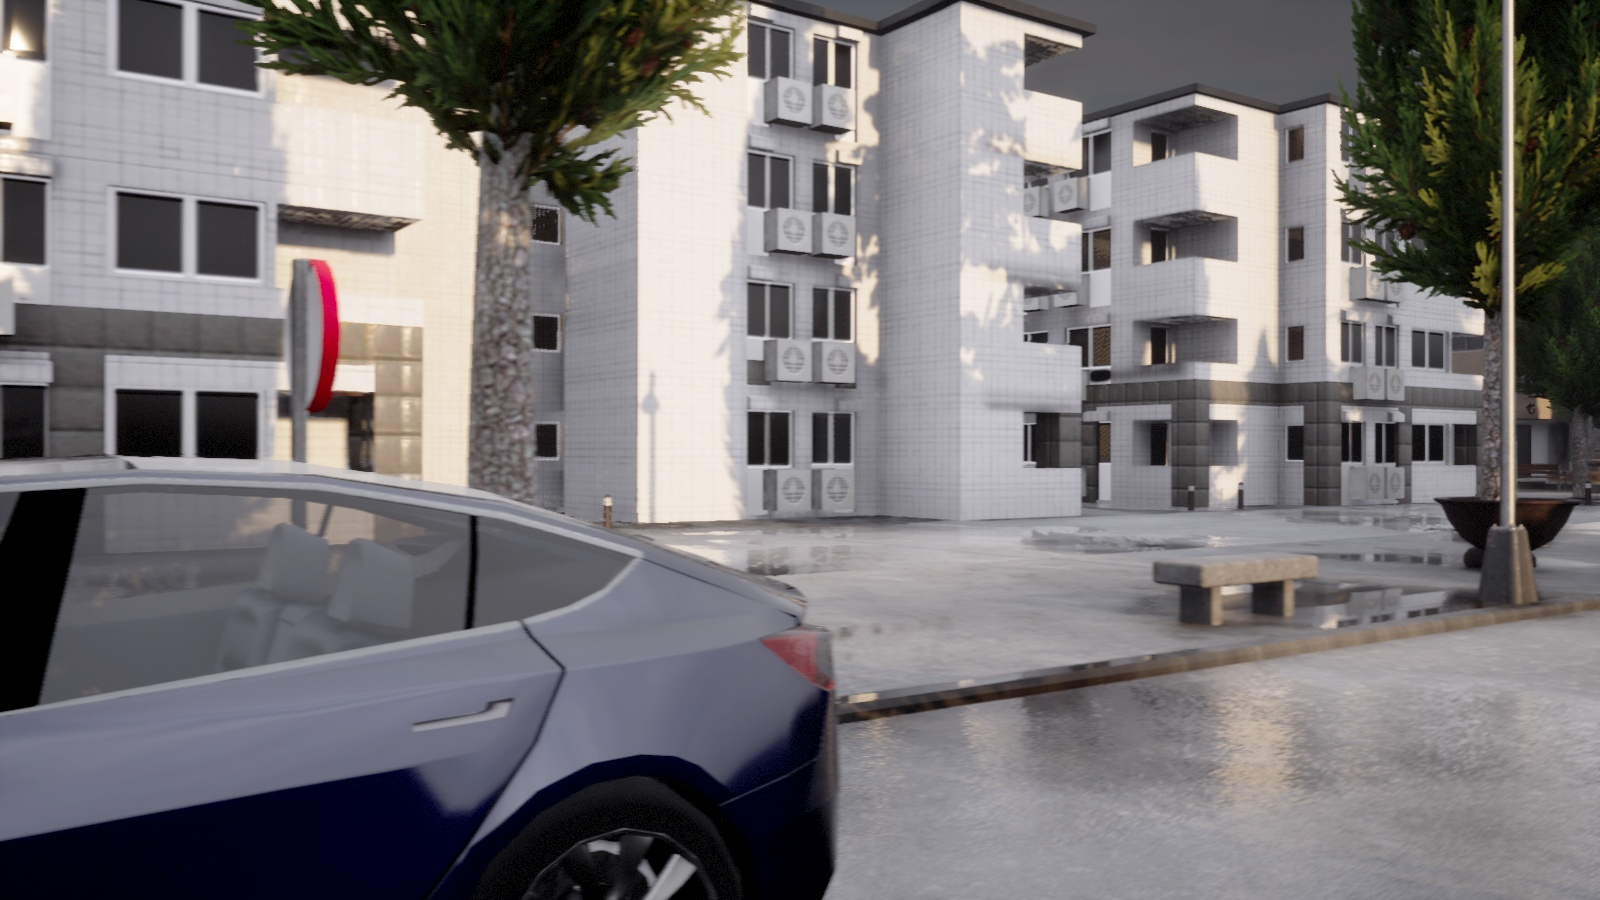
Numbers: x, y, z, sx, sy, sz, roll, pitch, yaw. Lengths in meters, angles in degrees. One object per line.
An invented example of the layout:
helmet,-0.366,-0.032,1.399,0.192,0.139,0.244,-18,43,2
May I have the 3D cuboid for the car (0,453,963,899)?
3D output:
car,-2.164,0.756,2.762,4.792,1.488,2.163,0,0,-35
